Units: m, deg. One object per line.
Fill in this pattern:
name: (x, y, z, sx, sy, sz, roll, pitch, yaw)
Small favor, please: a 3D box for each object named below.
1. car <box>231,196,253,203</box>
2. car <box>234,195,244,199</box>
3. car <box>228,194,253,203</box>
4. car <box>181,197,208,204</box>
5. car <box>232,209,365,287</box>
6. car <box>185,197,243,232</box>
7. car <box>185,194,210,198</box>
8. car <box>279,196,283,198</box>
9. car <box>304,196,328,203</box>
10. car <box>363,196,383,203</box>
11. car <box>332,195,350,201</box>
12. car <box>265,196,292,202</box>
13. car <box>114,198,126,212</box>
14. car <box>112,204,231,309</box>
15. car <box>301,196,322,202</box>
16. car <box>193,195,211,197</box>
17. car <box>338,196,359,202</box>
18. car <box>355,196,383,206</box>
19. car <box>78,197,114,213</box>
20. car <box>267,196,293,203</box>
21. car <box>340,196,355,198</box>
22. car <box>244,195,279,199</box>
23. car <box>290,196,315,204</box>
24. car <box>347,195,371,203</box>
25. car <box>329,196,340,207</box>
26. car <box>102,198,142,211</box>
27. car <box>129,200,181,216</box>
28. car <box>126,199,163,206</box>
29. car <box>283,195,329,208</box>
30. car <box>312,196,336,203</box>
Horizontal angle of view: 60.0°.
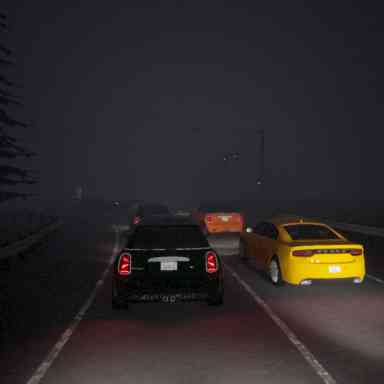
car: (10.562, 1.553, 70.436, 4.181, 1.385, 1.994, 0, 0, -19)
car: (10.786, 1.352, 63.195, 4.553, 1.767, 2.097, 0, 0, -19)
car: (9.730, 1.352, 66.501, 4.553, 1.767, 2.097, 0, 0, -18)
car: (0.514, 1.601, 63.404, 4.718, 1.301, 1.895, 0, 0, -19)
car: (2.730, 1.478, 9.456, 1.882, 1.535, 5.008, 0, 0, -6)
car: (1.203, 1.352, 18.342, 2.097, 1.767, 4.553, 0, 0, -12)
car: (1.336, 1.505, 59.992, 4.892, 1.490, 1.837, 0, 0, -19)
car: (19.078, 1.352, 65.965, 4.553, 1.767, 2.097, 0, 0, -18)
car: (27.009, 1.524, 72.402, 4.674, 1.442, 1.812, 0, 0, -19)
car: (38.651, 1.540, 70.075, 5.357, 1.411, 2.033, 0, 0, -29)
car: (36.278, 1.552, 80.888, 4.181, 1.385, 1.994, 0, 0, -29)
car: (19.059, 1.540, 73.337, 5.357, 1.411, 2.033, 0, 0, -19)
car: (-5.374, 1.509, 35.303, 4.892, 1.490, 1.837, 0, 0, -19)
car: (-0.631, 1.352, 8.095, 2.097, 1.767, 4.553, 0, 0, -6)
car: (27.459, 1.553, 76.347, 4.181, 1.385, 1.994, 0, 0, -21)
car: (3.075, 1.601, 56.889, 4.718, 1.301, 1.895, 0, 0, -19)
car: (36.149, 1.595, 76.718, 4.718, 1.301, 1.895, 0, 0, -29)
car: (25.738, 1.547, 45.926, 5.357, 1.411, 2.033, 0, 0, -19)
car: (-10.394, 1.358, 37.288, 4.553, 1.767, 2.097, 0, 0, -19)
car: (18.350, 1.525, 69.396, 4.902, 1.511, 2.128, 0, 0, -19)
car: (29.284, 1.525, 65.787, 4.902, 1.511, 2.128, 0, 0, -19)
car: (12.503, 1.491, 60.096, 4.902, 1.511, 2.128, 0, 0, -19)
car: (20.954, 1.564, 62.950, 4.181, 1.385, 1.994, 0, 0, -19)
car: (36.690, 1.525, 73.008, 4.902, 1.511, 2.128, 0, 0, -25)
car: (19.923, 1.601, 51.336, 4.718, 1.301, 1.895, 0, 0, -19)
car: (-8.724, 1.530, 41.570, 4.674, 1.442, 1.812, 0, 0, -19)
car: (-3.575, 1.530, 32.218, 4.674, 1.442, 1.812, 0, 0, -19)
car: (-2.111, 1.352, 16.902, 2.097, 1.767, 4.553, 0, 0, -12)
car: (15.869, 1.547, 46.254, 5.357, 1.411, 2.033, 0, 0, -19)
car: (27.321, 1.524, 68.797, 4.674, 1.442, 1.812, 0, 0, -19)
